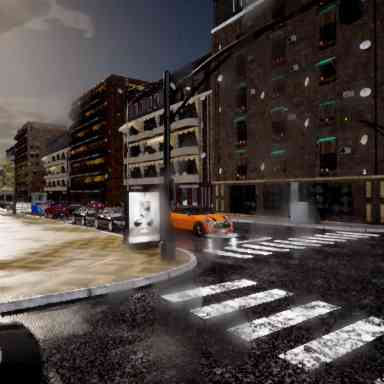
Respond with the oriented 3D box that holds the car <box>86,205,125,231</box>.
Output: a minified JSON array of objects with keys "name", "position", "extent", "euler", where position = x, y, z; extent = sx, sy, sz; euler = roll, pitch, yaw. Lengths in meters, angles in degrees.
[{"name":"car","position":[-5.449,1.888,23.186],"extent":[2.008,1.369,4.403],"euler":[-2,0,-36]}]

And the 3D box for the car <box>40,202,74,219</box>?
[{"name":"car","position":[-14.776,2.115,36.185],"extent":[1.887,1.381,4.507],"euler":[-2,0,-36]}]

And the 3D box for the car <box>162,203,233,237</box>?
[{"name":"car","position":[0.342,1.580,19.891],"extent":[2.097,1.767,4.553],"euler":[-1,-1,-37]}]

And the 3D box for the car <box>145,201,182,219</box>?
[{"name":"car","position":[-3.016,1.824,34.571],"extent":[1.967,1.590,4.097],"euler":[-2,0,-36]}]

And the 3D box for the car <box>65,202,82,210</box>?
[{"name":"car","position":[-21.365,2.425,59.776],"extent":[1.802,1.307,4.206],"euler":[-2,0,-36]}]

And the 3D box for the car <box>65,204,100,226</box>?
[{"name":"car","position":[-8.709,1.969,27.702],"extent":[2.008,1.369,4.403],"euler":[-2,0,-36]}]

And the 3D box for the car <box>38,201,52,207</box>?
[{"name":"car","position":[-34.404,2.737,77.839],"extent":[1.947,1.339,4.313],"euler":[-2,0,-36]}]

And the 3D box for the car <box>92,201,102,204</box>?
[{"name":"car","position":[-14.846,2.119,50.748],"extent":[1.967,1.590,4.097],"euler":[-2,0,-36]}]

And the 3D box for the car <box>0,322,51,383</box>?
[{"name":"car","position":[-3.081,1.493,1.164],"extent":[4.902,1.511,2.128],"euler":[0,0,-35]}]

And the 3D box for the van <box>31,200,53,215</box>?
[{"name":"van","position":[-19.687,2.035,43.077],"extent":[1.690,1.788,3.998],"euler":[-2,0,-36]}]

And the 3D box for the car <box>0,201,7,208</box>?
[{"name":"car","position":[-44.459,2.863,77.450],"extent":[1.887,1.381,4.507],"euler":[-2,0,-36]}]

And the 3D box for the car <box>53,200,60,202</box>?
[{"name":"car","position":[-23.502,2.390,58.329],"extent":[1.812,1.442,4.674],"euler":[-1,-1,-36]}]

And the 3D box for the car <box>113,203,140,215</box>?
[{"name":"car","position":[-8.264,2.097,41.761],"extent":[1.802,1.307,4.206],"euler":[-2,0,-36]}]

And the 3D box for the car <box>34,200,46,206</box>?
[{"name":"car","position":[-37.664,2.798,82.355],"extent":[1.887,1.381,4.507],"euler":[-2,0,-36]}]

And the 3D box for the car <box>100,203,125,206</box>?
[{"name":"car","position":[-5.714,1.925,28.228],"extent":[2.033,1.411,5.357],"euler":[-1,-1,-35]}]

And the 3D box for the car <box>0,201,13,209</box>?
[{"name":"car","position":[-37.940,2.704,68.419],"extent":[2.008,1.369,4.403],"euler":[-2,0,-36]}]

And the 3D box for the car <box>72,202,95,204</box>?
[{"name":"car","position":[-13.307,2.168,38.760],"extent":[1.895,1.301,4.718],"euler":[-1,0,-36]}]

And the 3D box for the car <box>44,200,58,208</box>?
[{"name":"car","position":[-31.148,2.529,73.323],"extent":[1.967,1.590,4.097],"euler":[-2,0,-36]}]
